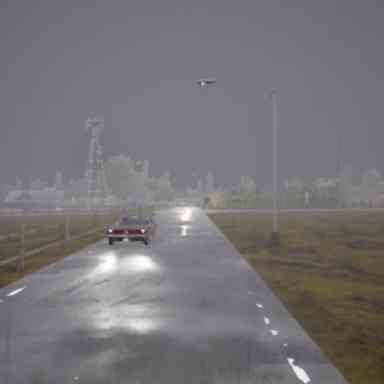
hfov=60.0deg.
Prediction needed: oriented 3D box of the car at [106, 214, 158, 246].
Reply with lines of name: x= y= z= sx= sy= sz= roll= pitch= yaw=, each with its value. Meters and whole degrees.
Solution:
car: x=-2.850 y=1.820 z=16.674 sx=1.895 sy=1.301 sz=4.718 roll=0 pitch=-1 yaw=0

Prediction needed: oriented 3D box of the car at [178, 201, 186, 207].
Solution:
car: x=-2.749 y=3.448 z=94.397 sx=2.097 sy=1.767 sz=4.553 roll=0 pitch=-2 yaw=0
